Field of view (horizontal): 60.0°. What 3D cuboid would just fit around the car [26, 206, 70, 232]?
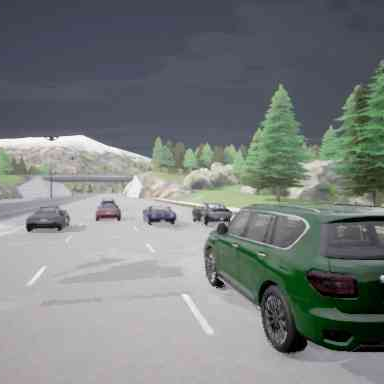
[{"bbox_3d":[-8.817,1.574,20.605,1.994,1.385,4.181,0,0,-14],"label":"car"}]

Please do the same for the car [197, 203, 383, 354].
[{"bbox_3d":[1.864,1.228,6.424,2.150,2.045,5.566,0,0,-13],"label":"car"}]

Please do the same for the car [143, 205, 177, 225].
[{"bbox_3d":[-2.473,1.618,24.098,1.895,1.301,4.718,0,0,-14],"label":"car"}]

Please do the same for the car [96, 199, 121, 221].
[{"bbox_3d":[-7.031,1.580,27.889,1.994,1.385,4.181,0,0,-15],"label":"car"}]

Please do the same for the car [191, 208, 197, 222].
[{"bbox_3d":[1.291,1.511,23.468,2.128,1.511,4.902,0,0,-14],"label":"car"}]
